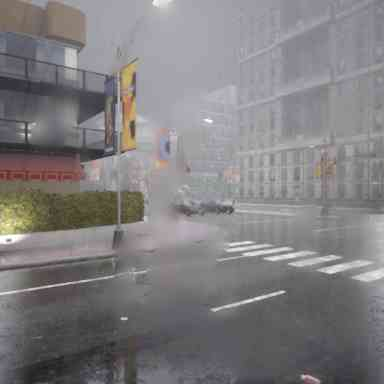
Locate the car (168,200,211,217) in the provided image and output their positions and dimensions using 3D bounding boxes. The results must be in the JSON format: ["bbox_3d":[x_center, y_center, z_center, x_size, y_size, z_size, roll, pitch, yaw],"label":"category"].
[{"bbox_3d":[-0.598,1.523,32.112,1.812,1.442,4.674,0,0,-35],"label":"car"}]

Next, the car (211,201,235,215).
[{"bbox_3d":[2.251,1.598,34.143,1.895,1.301,4.718,0,0,-35],"label":"car"}]
